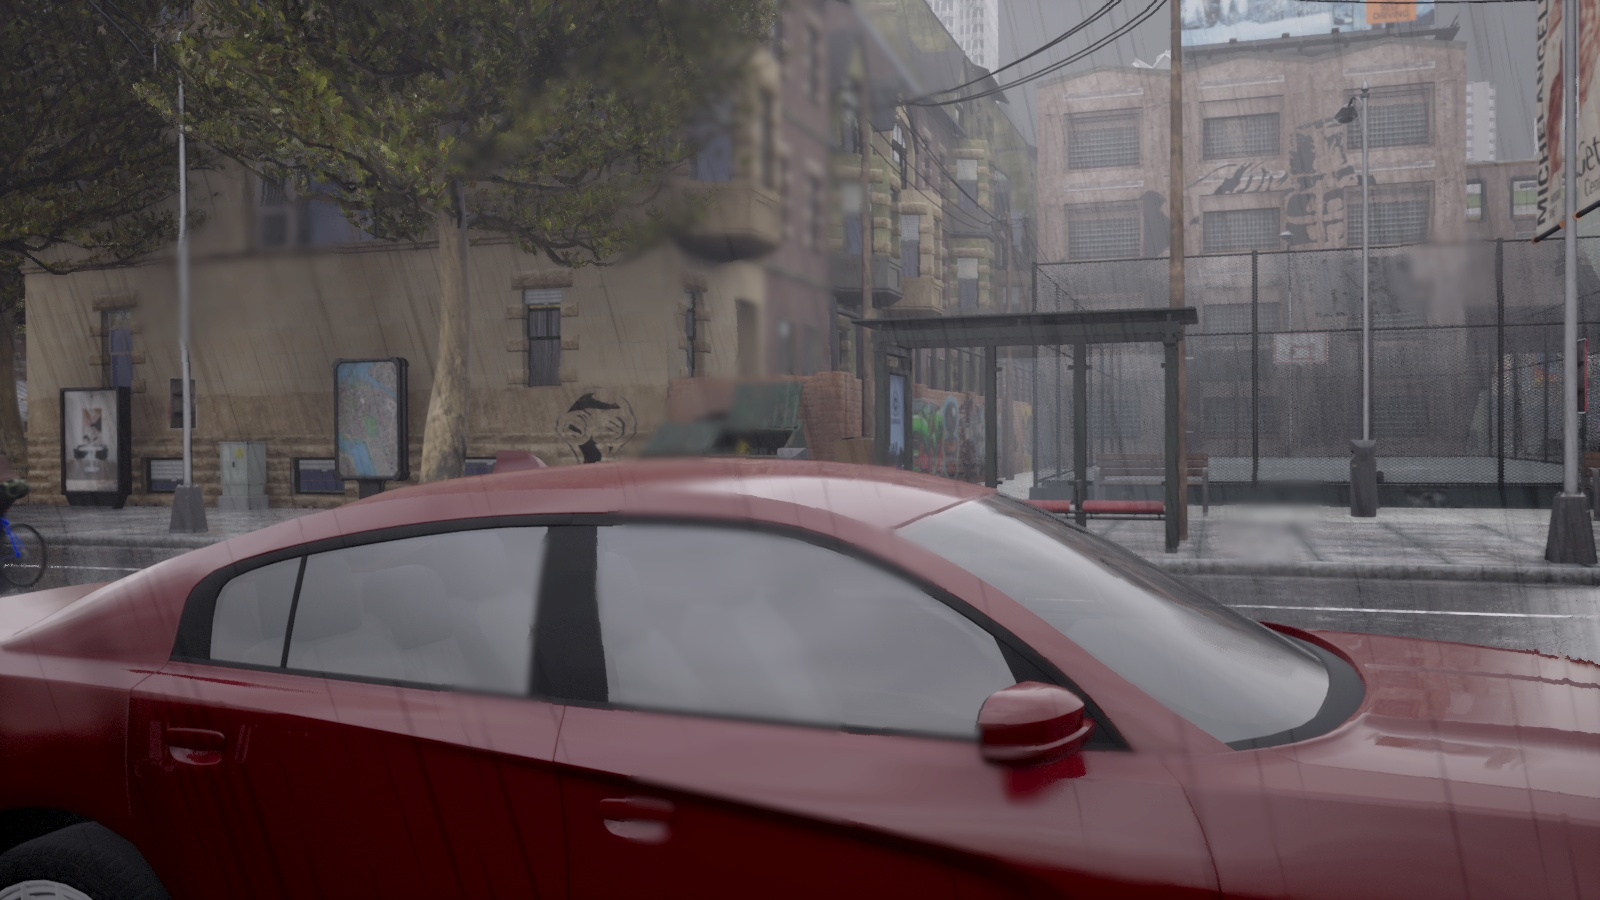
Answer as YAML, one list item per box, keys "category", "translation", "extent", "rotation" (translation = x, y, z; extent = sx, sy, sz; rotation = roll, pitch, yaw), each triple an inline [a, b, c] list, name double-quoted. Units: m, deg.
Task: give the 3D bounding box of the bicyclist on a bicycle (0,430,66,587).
- category: "bicyclist on a bicycle"
  translation: [-8.749, 0.598, 13.423]
  extent: [1.656, 1.620, 0.582]
  rotation: [0, 1, 18]

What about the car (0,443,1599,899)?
- category: "car"
  translation: [0.024, 0.762, 3.153]
  extent: [5.008, 1.535, 1.882]
  rotation: [0, 1, 18]
